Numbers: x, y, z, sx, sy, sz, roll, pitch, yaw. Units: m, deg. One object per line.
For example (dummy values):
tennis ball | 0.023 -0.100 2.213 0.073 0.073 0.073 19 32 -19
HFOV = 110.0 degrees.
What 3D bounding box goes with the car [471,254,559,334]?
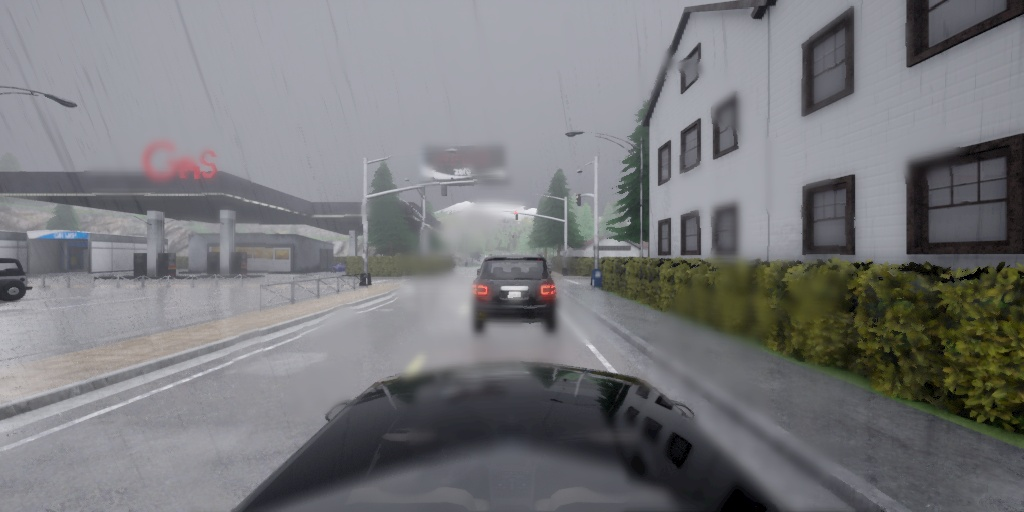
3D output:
car | 0.084 0.971 10.789 2.150 2.045 5.566 0 0 0
